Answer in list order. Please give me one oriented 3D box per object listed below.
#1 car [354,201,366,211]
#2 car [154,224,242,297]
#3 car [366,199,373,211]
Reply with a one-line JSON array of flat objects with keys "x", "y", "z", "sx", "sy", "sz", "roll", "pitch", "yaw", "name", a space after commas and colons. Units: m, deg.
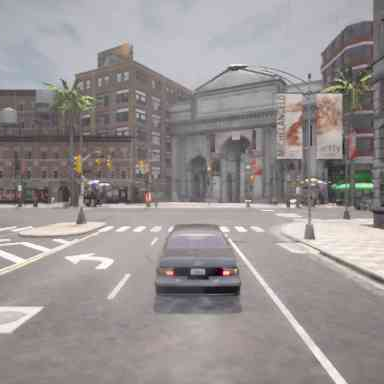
[{"x": 22.299, "y": 1.595, "z": 40.997, "sx": 4.181, "sy": 1.385, "sz": 1.994, "roll": 0, "pitch": 0, "yaw": 1, "name": "car"}, {"x": 0.116, "y": 1.554, "z": 8.784, "sx": 2.033, "sy": 1.411, "sz": 5.357, "roll": 0, "pitch": 0, "yaw": 0, "name": "car"}, {"x": 22.724, "y": 1.554, "z": 37.498, "sx": 4.674, "sy": 1.442, "sz": 1.812, "roll": 0, "pitch": 0, "yaw": 1, "name": "car"}]
